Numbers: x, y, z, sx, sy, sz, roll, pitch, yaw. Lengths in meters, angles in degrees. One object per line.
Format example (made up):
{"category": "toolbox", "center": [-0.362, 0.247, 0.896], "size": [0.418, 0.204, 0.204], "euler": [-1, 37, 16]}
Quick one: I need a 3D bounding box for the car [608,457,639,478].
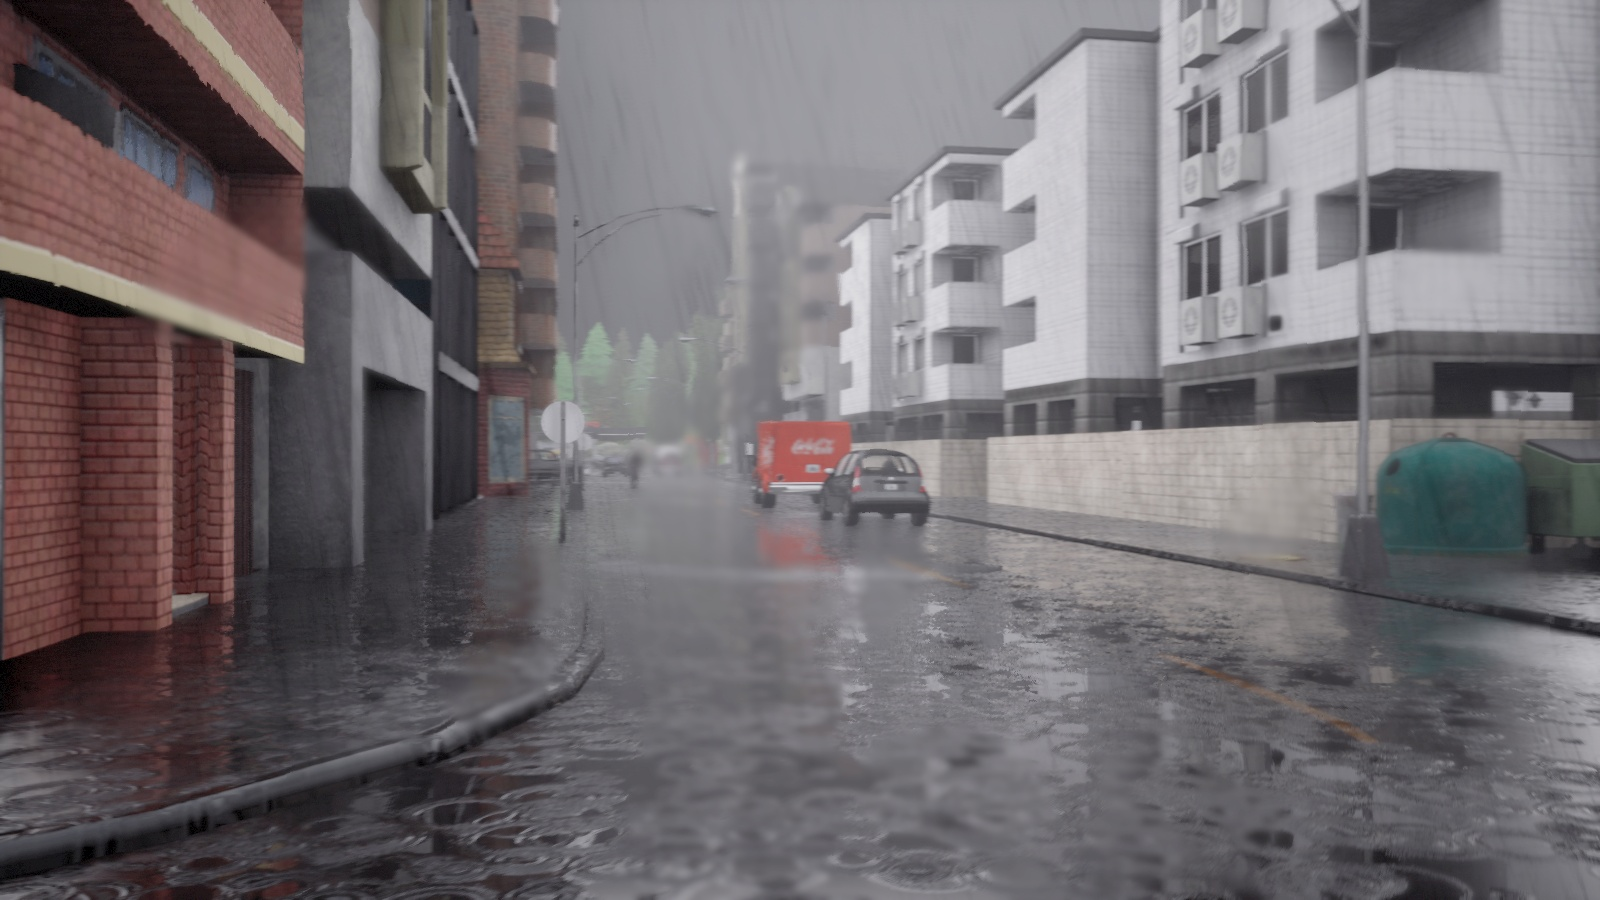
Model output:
{"category": "car", "center": [-12.097, 1.190, 85.912], "size": [2.033, 1.411, 5.357], "euler": [0, 0, -9]}

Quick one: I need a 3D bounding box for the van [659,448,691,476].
{"category": "van", "center": [-9.356, 0.890, 93.796], "size": [2.069, 2.038, 4.480], "euler": [0, 0, -10]}

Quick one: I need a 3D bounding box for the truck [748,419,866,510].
{"category": "truck", "center": [0.090, 0.410, 36.949], "size": [2.627, 2.467, 5.204], "euler": [0, 0, -9]}

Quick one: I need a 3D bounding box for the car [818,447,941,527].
{"category": "car", "center": [1.653, 0.751, 27.520], "size": [1.851, 1.617, 3.988], "euler": [0, 0, -9]}

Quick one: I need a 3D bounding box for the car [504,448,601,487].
{"category": "car", "center": [-12.260, 0.861, 62.182], "size": [4.605, 1.855, 1.932], "euler": [0, 0, -14]}
